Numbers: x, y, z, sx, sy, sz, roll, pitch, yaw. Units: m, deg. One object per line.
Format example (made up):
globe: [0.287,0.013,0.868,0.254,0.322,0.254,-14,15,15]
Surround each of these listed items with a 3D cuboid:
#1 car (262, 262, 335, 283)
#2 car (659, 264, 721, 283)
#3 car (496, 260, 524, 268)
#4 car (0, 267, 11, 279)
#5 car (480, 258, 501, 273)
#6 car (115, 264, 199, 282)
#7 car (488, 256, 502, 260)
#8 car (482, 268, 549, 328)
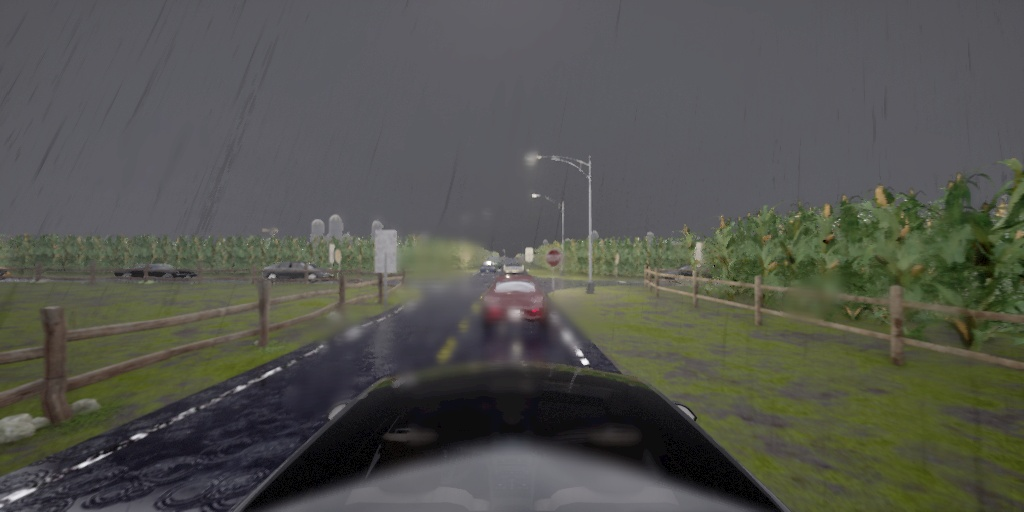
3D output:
car: [-15.651,1.171,26.456,4.892,1.490,1.837,0,-1,1]
car: [14.468,1.387,29.091,4.892,1.490,1.837,0,-1,1]
car: [0.110,1.270,23.708,1.837,1.490,4.892,0,1,0]
car: [-40.683,1.017,26.735,5.008,1.535,1.882,1,-1,1]
car: [-2.818,1.313,43.899,2.033,1.411,5.357,0,0,0]
car: [-26.154,1.211,26.564,4.718,1.301,1.895,0,-1,0]
car: [-2.799,0.986,55.736,2.150,2.045,5.566,0,0,0]
car: [0.103,1.283,11.252,1.812,1.442,4.674,0,0,0]
